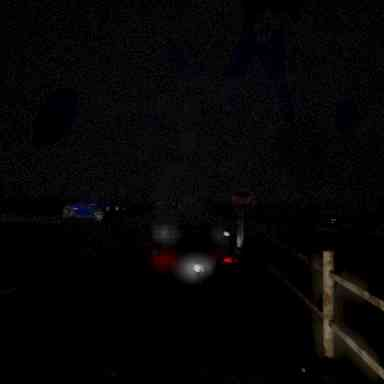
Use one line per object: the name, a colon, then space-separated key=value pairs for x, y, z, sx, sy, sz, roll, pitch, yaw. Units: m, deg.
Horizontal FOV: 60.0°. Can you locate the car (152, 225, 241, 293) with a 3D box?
car: x=0.095 y=1.562 z=8.887 sx=1.994 sy=1.385 sz=4.181 roll=0 pitch=0 yaw=0

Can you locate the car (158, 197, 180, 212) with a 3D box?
car: x=-2.808 y=1.361 z=38.797 sx=2.097 sy=1.767 sz=4.553 roll=0 pitch=0 yaw=-1

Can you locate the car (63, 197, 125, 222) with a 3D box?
car: x=-7.070 y=1.125 z=23.934 sx=4.553 sy=1.767 sz=2.097 roll=2 pitch=0 yaw=28

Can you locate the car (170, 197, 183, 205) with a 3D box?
car: x=-2.784 y=1.590 z=59.977 sx=1.994 sy=1.385 sz=4.181 roll=0 pitch=0 yaw=1

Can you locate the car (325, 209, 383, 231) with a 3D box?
car: x=12.592 y=2.046 z=25.135 sx=4.892 sy=1.490 sz=1.837 roll=2 pitch=0 yaw=-2

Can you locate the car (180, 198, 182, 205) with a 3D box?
car: x=-2.828 y=1.505 z=49.142 sx=2.128 sy=1.511 sz=4.902 roll=0 pitch=0 yaw=0
